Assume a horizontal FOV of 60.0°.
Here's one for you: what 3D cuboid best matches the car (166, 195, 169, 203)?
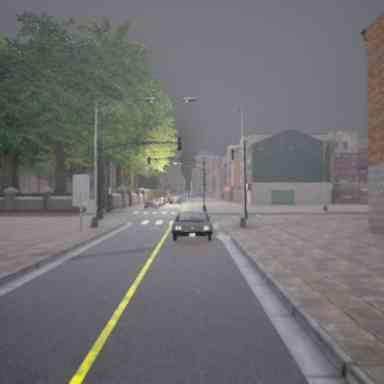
[{"bbox_3d":[-5.568,1.606,57.981,1.947,1.339,4.313,1,0,0],"label":"car"}]

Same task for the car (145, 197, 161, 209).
[{"bbox_3d":[-5.536,1.549,47.369,1.752,1.417,4.829,1,0,0],"label":"car"}]

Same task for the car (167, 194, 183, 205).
[{"bbox_3d":[-2.997,1.535,59.569,2.128,1.511,4.902,0,0,0],"label":"car"}]

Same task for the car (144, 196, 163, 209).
[{"bbox_3d":[-5.497,1.572,45.395,2.008,1.369,4.403,1,0,0],"label":"car"}]

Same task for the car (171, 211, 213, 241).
[{"bbox_3d":[0.033,1.602,16.769,1.895,1.301,4.718,0,0,1],"label":"car"}]

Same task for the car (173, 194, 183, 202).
[{"bbox_3d":[-3.082,1.402,75.500,2.097,1.767,4.553,0,0,0],"label":"car"}]

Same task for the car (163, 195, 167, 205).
[{"bbox_3d":[-5.525,1.582,52.531,2.008,1.369,4.403,1,0,0],"label":"car"}]

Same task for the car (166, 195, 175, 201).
[{"bbox_3d":[-5.821,1.590,90.681,1.967,1.590,4.097,1,0,0],"label":"car"}]

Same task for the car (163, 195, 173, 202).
[{"bbox_3d":[-5.735,1.543,79.781,1.967,1.590,4.097,1,0,0],"label":"car"}]

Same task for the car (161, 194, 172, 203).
[{"bbox_3d":[-5.690,1.399,74.331,2.192,1.841,5.009,1,0,0],"label":"car"}]
